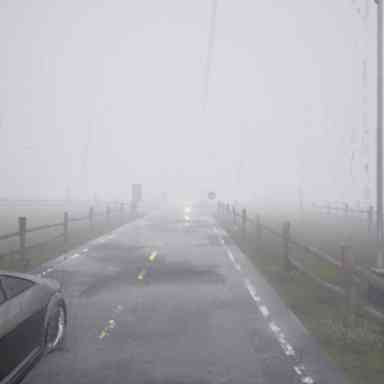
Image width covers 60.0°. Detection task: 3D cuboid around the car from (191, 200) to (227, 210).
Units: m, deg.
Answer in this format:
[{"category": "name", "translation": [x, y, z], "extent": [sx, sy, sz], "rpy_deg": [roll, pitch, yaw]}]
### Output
[{"category": "car", "translation": [2.277, 1.623, 42.866], "extent": [4.718, 1.301, 1.895], "rpy_deg": [1, -1, -1]}]

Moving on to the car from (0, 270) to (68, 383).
[{"category": "car", "translation": [-2.850, 1.565, 3.300], "extent": [1.994, 1.385, 4.181], "rpy_deg": [0, 0, 0]}]

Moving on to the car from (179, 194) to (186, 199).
[{"category": "car", "translation": [-2.737, 1.239, 94.788], "extent": [1.994, 1.385, 4.181], "rpy_deg": [0, 0, 0]}]
